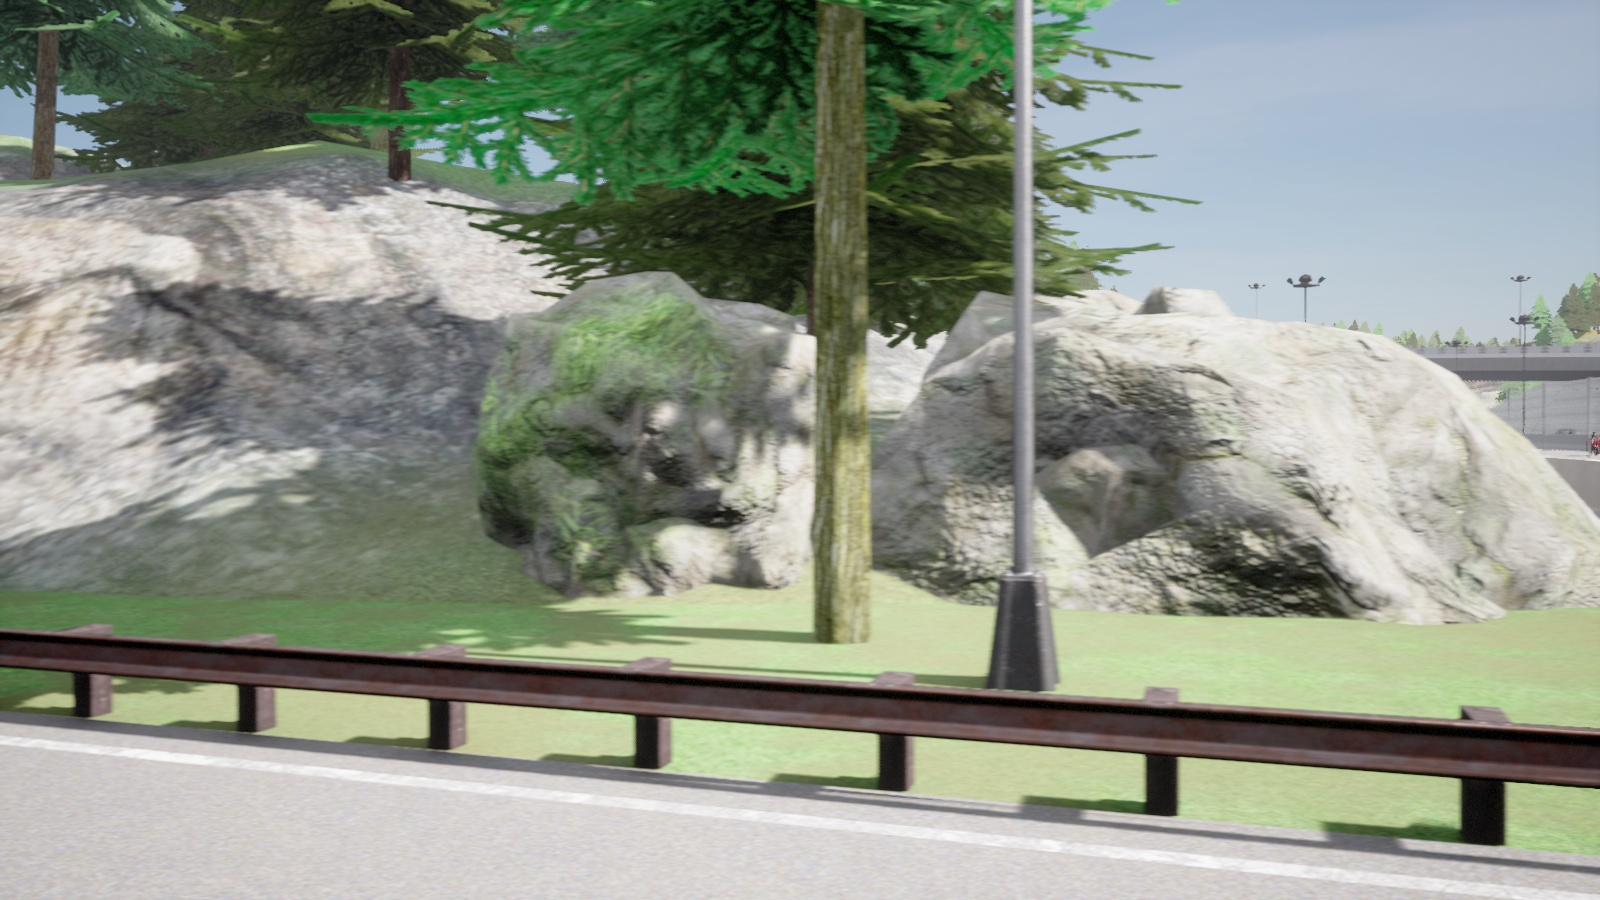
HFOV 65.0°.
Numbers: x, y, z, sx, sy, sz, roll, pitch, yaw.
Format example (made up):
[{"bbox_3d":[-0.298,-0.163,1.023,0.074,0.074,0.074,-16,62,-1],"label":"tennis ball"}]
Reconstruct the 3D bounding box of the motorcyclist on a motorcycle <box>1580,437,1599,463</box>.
[{"bbox_3d":[47.558,-0.022,75.307,0.797,1.523,2.044,1,1,18],"label":"motorcyclist on a motorcycle"}]
